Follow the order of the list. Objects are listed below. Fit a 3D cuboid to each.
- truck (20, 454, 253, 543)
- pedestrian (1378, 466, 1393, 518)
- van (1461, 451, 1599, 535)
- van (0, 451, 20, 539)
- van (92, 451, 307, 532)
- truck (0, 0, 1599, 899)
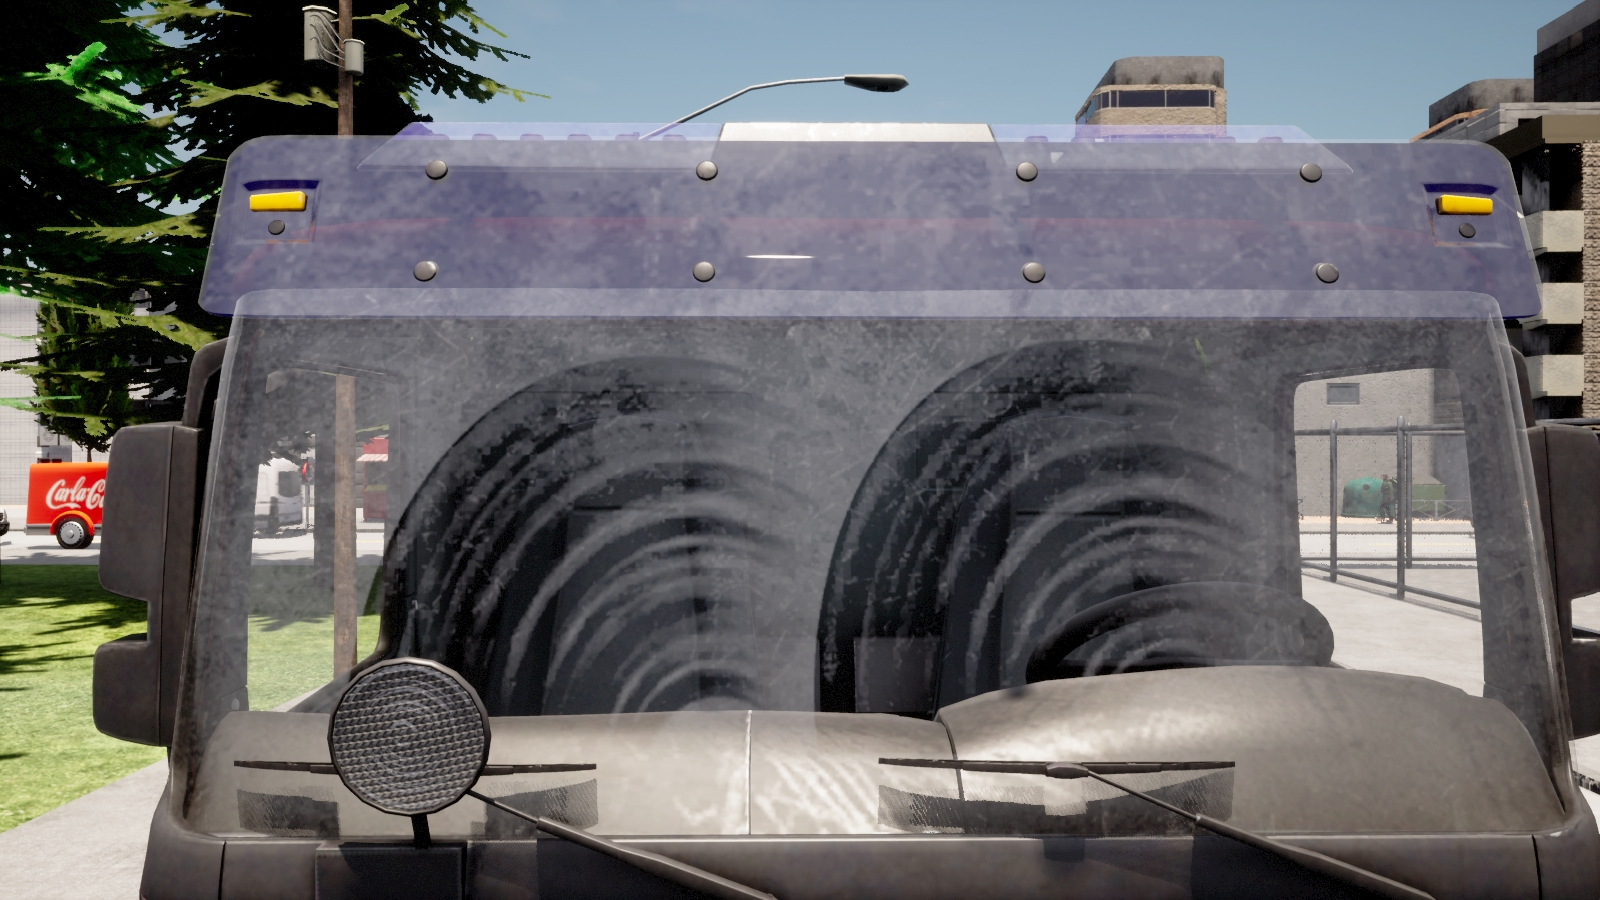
[{"bbox_3d":[-19.012,1.348,32.943,5.204,2.467,2.627,0,0,1],"label":"truck"},{"bbox_3d":[21.173,1.523,41.341,0.375,1.860,0.375,0,0,7],"label":"pedestrian"},{"bbox_3d":[24.242,1.314,35.747,5.915,2.561,1.988,0,0,1],"label":"van"},{"bbox_3d":[-26.239,1.314,33.169,5.915,2.561,1.988,0,0,2],"label":"van"},{"bbox_3d":[-19.363,1.314,37.008,5.915,2.561,1.988,0,0,1],"label":"van"},{"bbox_3d":[0.092,0.670,5.580,2.891,3.827,8.468,0,0,-1],"label":"truck"}]
